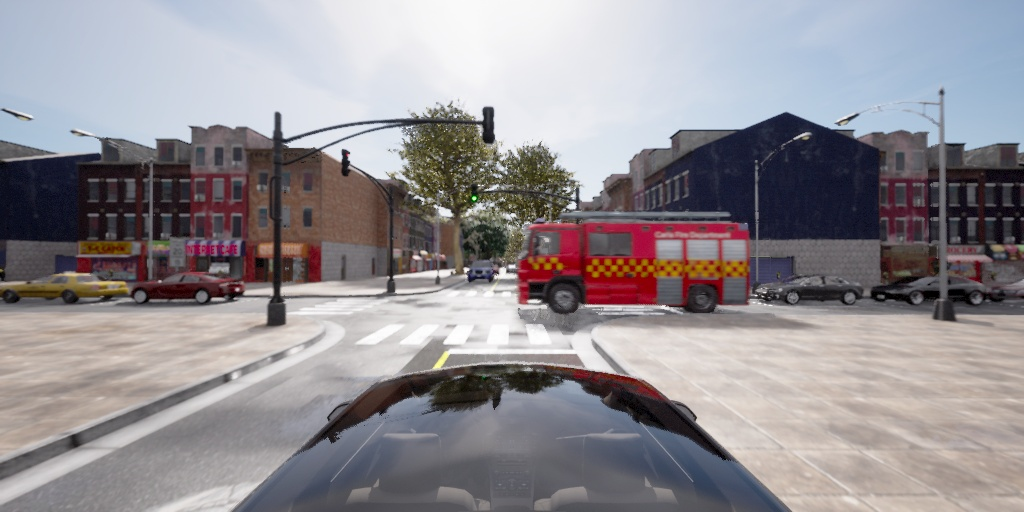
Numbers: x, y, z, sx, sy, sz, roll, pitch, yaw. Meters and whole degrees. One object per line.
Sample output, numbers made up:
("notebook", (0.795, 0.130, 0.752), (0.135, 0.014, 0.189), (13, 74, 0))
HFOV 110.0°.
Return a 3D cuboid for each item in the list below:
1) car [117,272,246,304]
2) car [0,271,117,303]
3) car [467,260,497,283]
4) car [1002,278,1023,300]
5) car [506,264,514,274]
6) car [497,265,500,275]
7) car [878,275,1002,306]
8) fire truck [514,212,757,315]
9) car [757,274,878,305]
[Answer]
("car", (-15.077, 1.429, 16.764), (4.507, 1.381, 1.888), (0, 0, 0))
("car", (-20.926, 1.396, 16.729), (4.829, 1.417, 1.751), (0, 0, 0))
("car", (-2.852, 1.416, 33.893), (2.150, 2.045, 5.566), (0, -1, 0))
("car", (25.301, 1.612, 17.003), (4.207, 1.307, 1.802), (0, 0, 0))
("car", (-0.004, 2.187, 58.730), (1.994, 1.385, 4.181), (0, -1, 0))
("car", (-2.825, 1.986, 52.485), (1.882, 1.535, 5.008), (0, -1, 0))
("car", (19.628, 1.569, 16.969), (4.313, 1.339, 1.948), (0, 0, 0))
("fire truck", (4.441, 0.262, 14.269), (8.468, 3.827, 2.891), (0, -1, 0))
("car", (13.952, 1.530, 16.935), (4.403, 1.370, 2.007), (0, 0, 0))
